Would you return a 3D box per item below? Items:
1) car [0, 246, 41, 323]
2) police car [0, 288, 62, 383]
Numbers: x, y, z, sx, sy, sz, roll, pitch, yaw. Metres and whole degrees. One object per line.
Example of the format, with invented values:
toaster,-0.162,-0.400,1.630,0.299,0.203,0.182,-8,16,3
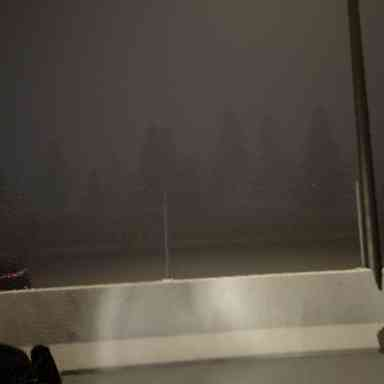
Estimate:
car,-6.690,2.348,8.264,4.902,1.511,2.128,-2,-4,-7
police car,-3.867,1.802,2.695,5.238,1.638,1.930,-2,-4,-6
